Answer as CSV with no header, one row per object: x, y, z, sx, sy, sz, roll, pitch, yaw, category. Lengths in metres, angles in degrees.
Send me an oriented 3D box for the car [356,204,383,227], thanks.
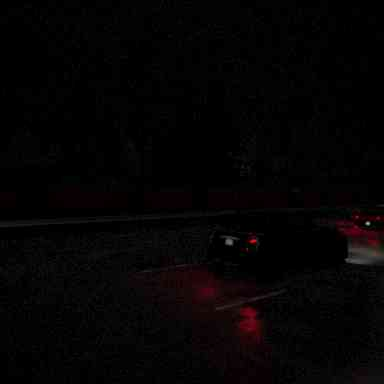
12.432,1.598,21.421,4.718,1.301,1.895,0,0,-36,car

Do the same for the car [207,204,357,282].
2.695,1.351,10.026,4.553,1.767,2.097,0,0,-36,car
